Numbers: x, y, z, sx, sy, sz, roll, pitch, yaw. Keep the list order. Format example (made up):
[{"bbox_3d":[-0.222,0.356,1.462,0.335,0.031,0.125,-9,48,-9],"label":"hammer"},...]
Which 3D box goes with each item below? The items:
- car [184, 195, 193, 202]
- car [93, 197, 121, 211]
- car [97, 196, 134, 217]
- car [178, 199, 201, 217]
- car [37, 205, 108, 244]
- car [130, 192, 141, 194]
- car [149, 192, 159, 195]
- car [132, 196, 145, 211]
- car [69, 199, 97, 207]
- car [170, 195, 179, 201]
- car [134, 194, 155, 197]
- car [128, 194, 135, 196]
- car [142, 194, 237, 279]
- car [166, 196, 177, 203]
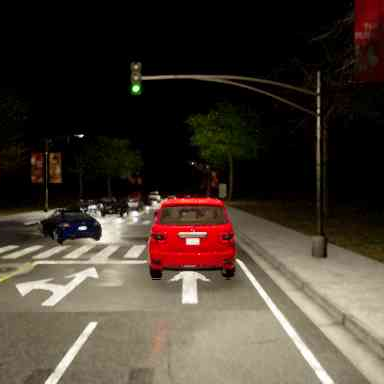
[{"bbox_3d":[-0.775,1.407,71.549,1.994,1.385,4.181,0,0,-1],"label":"car"},{"bbox_3d":[-10.275,1.401,40.623,2.128,1.511,4.902,0,0,0],"label":"car"},{"bbox_3d":[-6.922,1.434,30.454,1.837,1.490,4.892,0,0,0],"label":"car"},{"bbox_3d":[-0.242,1.467,32.015,2.033,1.411,5.357,0,0,-1],"label":"car"},{"bbox_3d":[-5.924,1.527,15.950,1.994,1.385,4.181,0,0,-37],"label":"car"},{"bbox_3d":[-10.418,1.097,61.146,2.150,2.045,5.566,0,0,-1],"label":"car"},{"bbox_3d":[-7.187,1.092,62.579,2.150,2.045,5.566,0,0,-1],"label":"car"},{"bbox_3d":[-7.019,1.509,39.711,1.895,1.301,4.718,0,0,0],"label":"car"},{"bbox_3d":[-10.181,1.434,31.201,1.837,1.490,4.892,0,0,-1],"label":"car"},{"bbox_3d":[-4.107,1.397,78.125,1.994,1.385,4.181,0,0,-1],"label":"car"},{"bbox_3d":[-7.082,1.395,50.038,1.837,1.490,4.892,0,0,0],"label":"car"},{"bbox_3d":[-10.327,1.439,50.802,2.033,1.411,5.357,0,0,0],"label":"car"},{"bbox_3d":[-0.009,1.194,10.106,2.150,2.045,5.566,0,0,-1],"label":"car"},{"bbox_3d":[-3.942,1.467,63.876,1.895,1.301,4.718,0,0,0],"label":"car"}]
